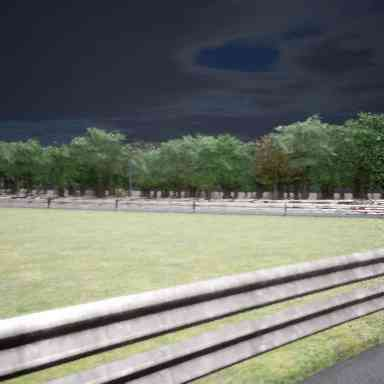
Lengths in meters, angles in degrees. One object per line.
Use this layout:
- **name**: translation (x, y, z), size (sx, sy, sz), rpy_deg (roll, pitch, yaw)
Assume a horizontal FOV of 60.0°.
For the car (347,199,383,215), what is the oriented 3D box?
- **car**: translation (20.324, 1.717, 38.154), size (4.553, 1.767, 2.097), rpy_deg (0, 0, 17)
